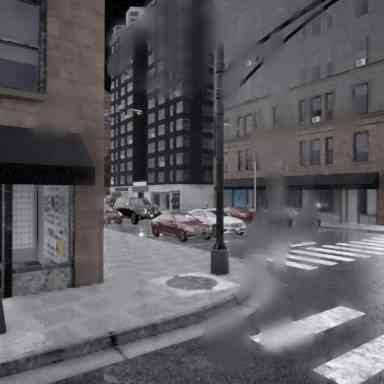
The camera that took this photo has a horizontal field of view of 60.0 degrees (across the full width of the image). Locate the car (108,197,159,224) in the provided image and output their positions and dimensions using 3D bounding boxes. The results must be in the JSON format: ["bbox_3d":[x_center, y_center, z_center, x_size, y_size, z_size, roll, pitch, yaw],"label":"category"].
[{"bbox_3d":[-4.611,1.458,27.262,2.150,2.045,5.566,0,-1,-35],"label":"car"}]

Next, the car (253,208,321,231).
[{"bbox_3d":[6.325,1.709,22.007,2.008,1.369,4.403,0,0,-35],"label":"car"}]

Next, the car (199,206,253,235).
[{"bbox_3d":[1.071,1.663,19.126,1.812,1.442,4.674,0,-1,-34],"label":"car"}]

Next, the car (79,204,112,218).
[{"bbox_3d":[-10.356,1.939,35.487,1.895,1.301,4.718,0,-1,-35],"label":"car"}]

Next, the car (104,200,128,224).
[{"bbox_3d":[-6.988,1.670,26.160,1.967,1.590,4.097,0,0,-35],"label":"car"}]

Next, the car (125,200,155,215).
[{"bbox_3d":[-6.357,1.820,40.127,1.967,1.590,4.097,0,0,-35],"label":"car"}]

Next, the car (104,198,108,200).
[{"bbox_3d":[-12.698,1.809,49.187,2.192,1.841,5.009,0,0,-35],"label":"car"}]

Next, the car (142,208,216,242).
[{"bbox_3d":[-0.644,1.701,17.098,1.802,1.307,4.206,0,0,-35],"label":"car"}]

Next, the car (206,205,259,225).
[{"bbox_3d":[3.155,1.795,26.537,1.802,1.307,4.206,0,0,-35],"label":"car"}]
